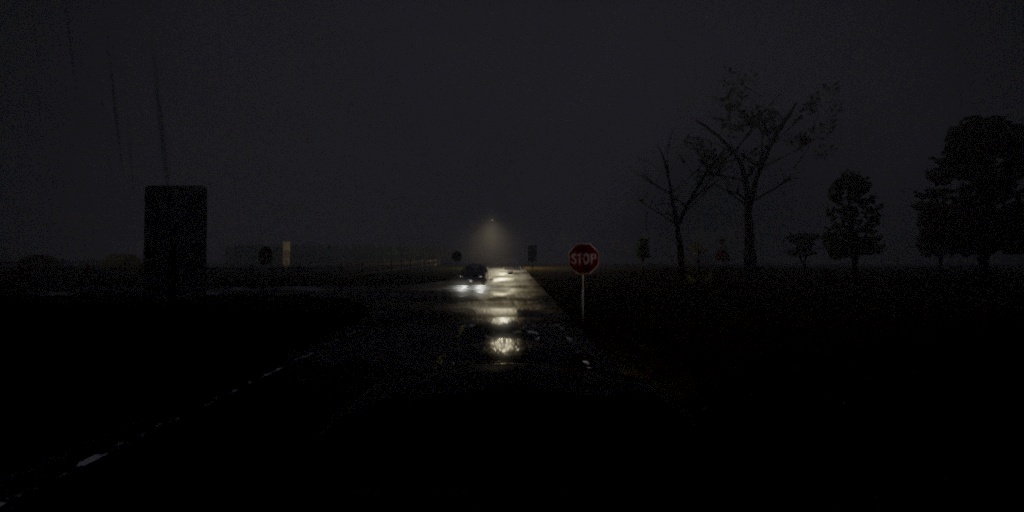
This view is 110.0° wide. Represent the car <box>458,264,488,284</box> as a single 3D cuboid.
[{"bbox_3d":[-2.750,1.275,26.628,2.033,1.411,5.357,0,0,0],"label":"car"}]
